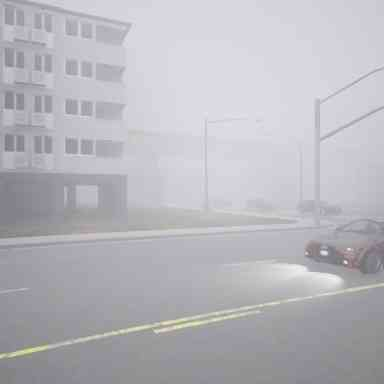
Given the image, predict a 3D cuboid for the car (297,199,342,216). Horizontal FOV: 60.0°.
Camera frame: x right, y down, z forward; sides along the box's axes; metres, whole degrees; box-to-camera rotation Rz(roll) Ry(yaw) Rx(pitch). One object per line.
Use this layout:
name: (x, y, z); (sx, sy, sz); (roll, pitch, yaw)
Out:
car: (12.713, 1.505, 33.453); (1.837, 1.490, 4.892); (0, 0, -25)

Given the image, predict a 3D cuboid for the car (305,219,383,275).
car: (5.615, 1.564, 10.350); (4.181, 1.385, 1.994); (0, 0, -24)

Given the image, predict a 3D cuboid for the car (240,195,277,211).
car: (8.660, 1.492, 42.017); (2.128, 1.511, 4.902); (0, 0, -25)

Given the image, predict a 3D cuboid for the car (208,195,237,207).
car: (4.509, 1.505, 51.301); (1.837, 1.490, 4.892); (0, 0, -21)

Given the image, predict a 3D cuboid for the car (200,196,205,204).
car: (2.534, 1.505, 61.434); (1.837, 1.490, 4.892); (0, 0, 3)

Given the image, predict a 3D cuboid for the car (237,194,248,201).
car: (11.176, 1.540, 75.348); (2.033, 1.411, 5.357); (0, 0, 41)
